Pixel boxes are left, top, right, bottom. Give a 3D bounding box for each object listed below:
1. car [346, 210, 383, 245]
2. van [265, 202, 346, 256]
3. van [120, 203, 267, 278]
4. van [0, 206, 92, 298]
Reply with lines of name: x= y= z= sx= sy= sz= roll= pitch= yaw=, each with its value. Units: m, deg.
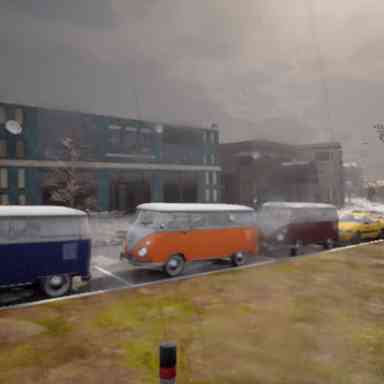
car: x=8.519 y=1.751 z=17.454 sx=5.366 sy=1.575 sz=1.946 roll=2 pitch=0 yaw=-41
van: x=4.360 y=1.436 z=13.836 sx=4.442 sy=1.987 sz=1.878 roll=2 pitch=0 yaw=-42
van: x=-0.008 y=1.352 z=10.341 sx=4.442 sy=1.987 sz=1.878 roll=2 pitch=0 yaw=-37
van: x=-4.492 y=1.277 z=7.001 sx=4.442 sy=1.987 sz=1.878 roll=2 pitch=0 yaw=-37
